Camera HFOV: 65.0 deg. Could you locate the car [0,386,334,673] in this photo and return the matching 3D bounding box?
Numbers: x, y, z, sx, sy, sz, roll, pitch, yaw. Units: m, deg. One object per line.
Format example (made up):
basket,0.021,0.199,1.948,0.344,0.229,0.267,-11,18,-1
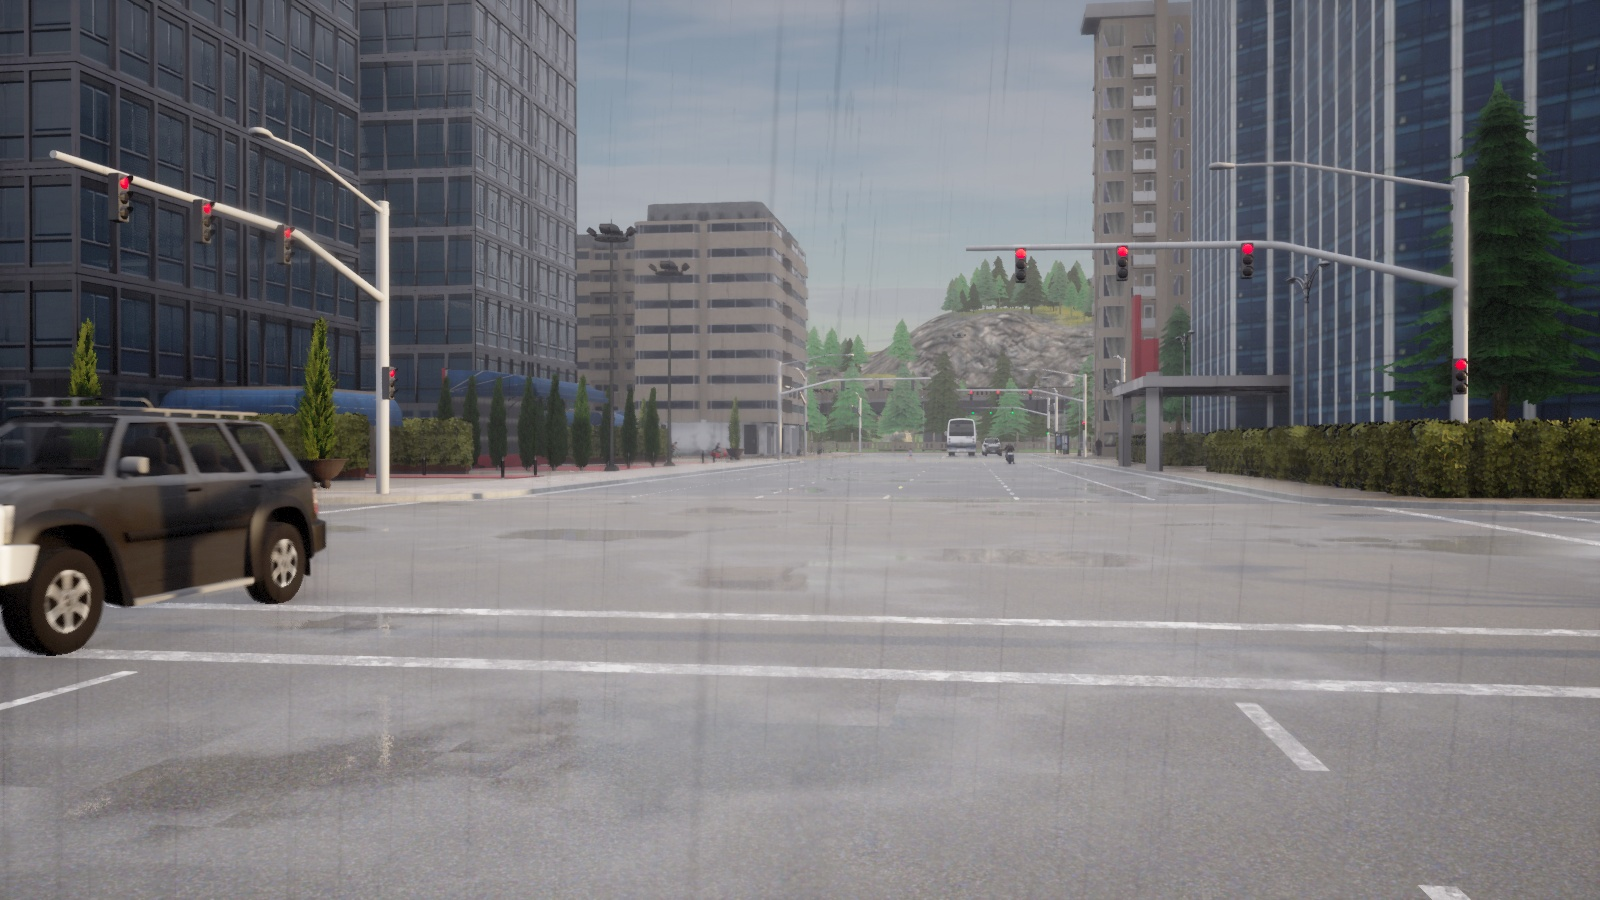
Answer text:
car,-5.874,0.500,10.299,1.932,1.855,4.605,0,0,7
